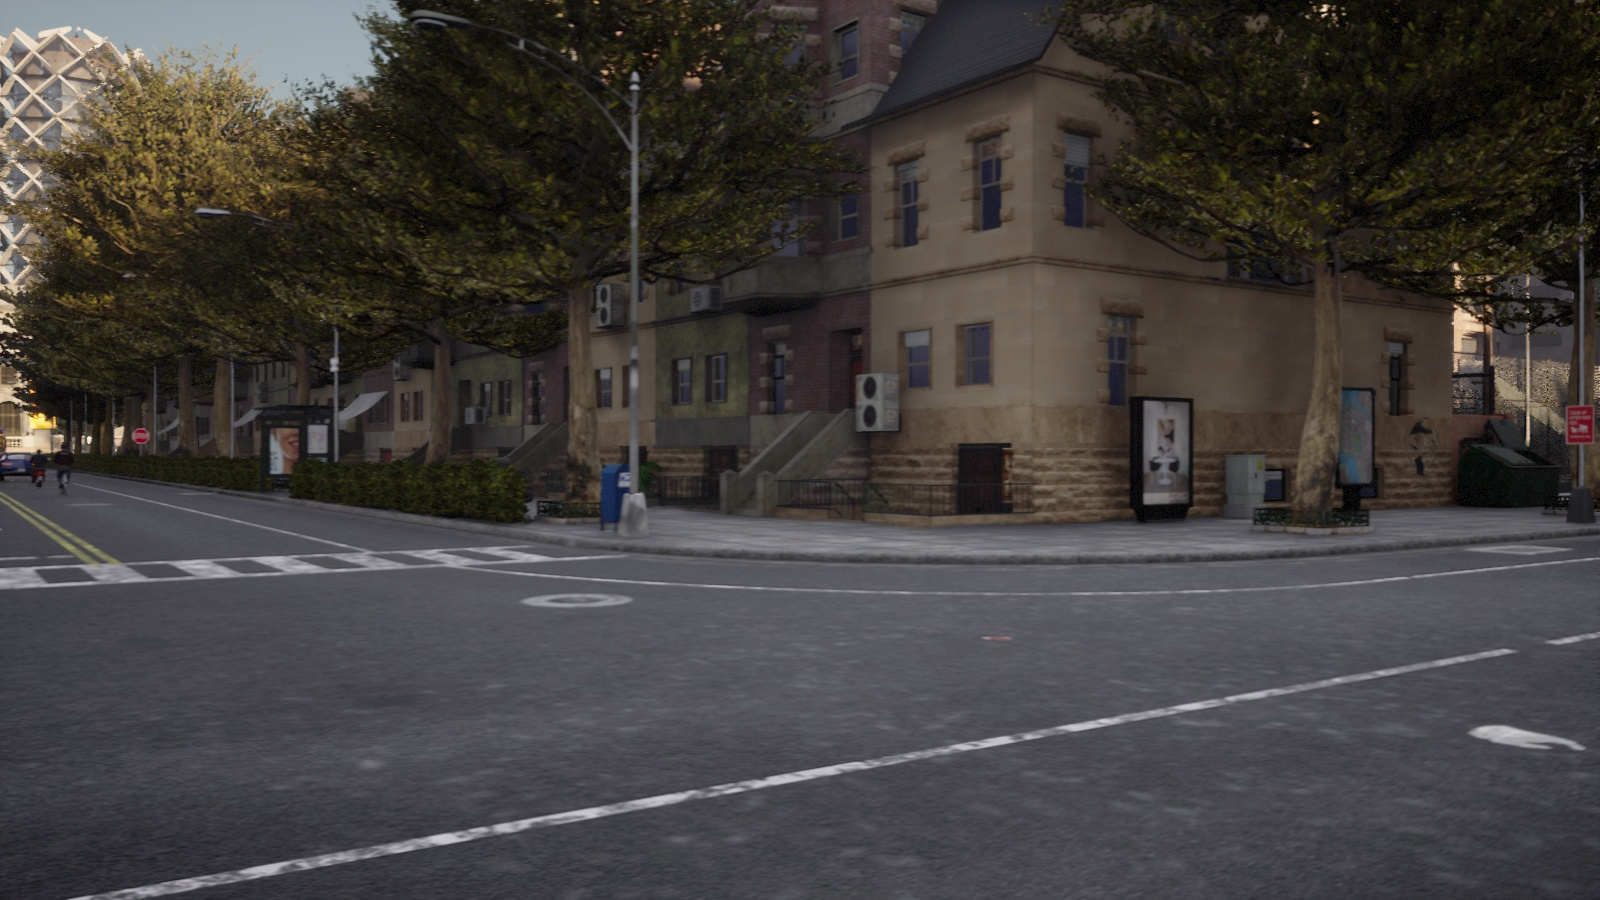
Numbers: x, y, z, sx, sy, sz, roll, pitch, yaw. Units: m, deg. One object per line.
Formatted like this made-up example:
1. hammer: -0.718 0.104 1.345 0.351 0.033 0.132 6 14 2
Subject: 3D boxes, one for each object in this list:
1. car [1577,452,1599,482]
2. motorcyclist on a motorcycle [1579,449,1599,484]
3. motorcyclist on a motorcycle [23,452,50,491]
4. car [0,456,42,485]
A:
1. car: 40.148 0.822 60.546 1.816 1.474 4.193 0 0 -34
2. motorcyclist on a motorcycle: 37.558 0.759 58.173 0.766 1.649 2.350 0 0 -33
3. motorcyclist on a motorcycle: -31.978 0.895 52.598 0.866 1.590 1.817 0 0 -35
4. car: -40.121 1.013 64.401 1.812 1.442 4.674 0 0 -35
